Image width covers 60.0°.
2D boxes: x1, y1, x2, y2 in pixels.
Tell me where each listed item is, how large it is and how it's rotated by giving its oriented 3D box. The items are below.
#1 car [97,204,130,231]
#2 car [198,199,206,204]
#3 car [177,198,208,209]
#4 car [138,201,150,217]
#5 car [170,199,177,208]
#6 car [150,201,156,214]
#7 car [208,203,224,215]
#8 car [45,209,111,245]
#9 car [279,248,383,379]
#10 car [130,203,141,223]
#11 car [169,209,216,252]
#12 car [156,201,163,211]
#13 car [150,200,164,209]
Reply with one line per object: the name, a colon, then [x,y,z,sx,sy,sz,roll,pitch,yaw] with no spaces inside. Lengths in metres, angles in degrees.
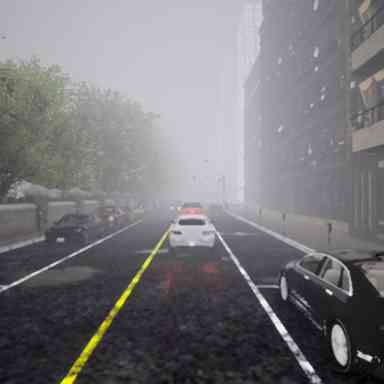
car: [-5.679,1.656,22.127,1.967,1.590,4.097,0,-1,0]
car: [2.725,2.523,93.270,1.947,1.339,4.313,0,-1,0]
car: [0.014,1.635,29.085,2.097,1.767,4.553,0,-1,0]
car: [-5.676,1.850,33.033,1.752,1.417,4.829,0,-1,0]
car: [-2.978,2.175,62.760,2.033,1.411,5.357,0,-1,0]
car: [-5.674,1.822,38.743,1.967,1.590,4.097,0,-1,0]
car: [2.706,1.933,38.741,2.008,1.369,4.403,0,-1,0]
car: [-5.682,1.727,16.588,1.947,1.339,4.313,0,-1,0]
car: [2.695,1.605,5.510,2.008,1.369,4.403,0,-1,0]
car: [-5.678,1.853,27.664,1.802,1.307,4.206,0,-1,0]
car: [0.012,1.666,14.396,1.812,1.442,4.674,0,0,0]
car: [-5.748,2.045,49.817,2.008,1.369,4.403,0,-1,0]
car: [-5.797,2.096,55.357,1.887,1.381,4.507,0,-1,0]
